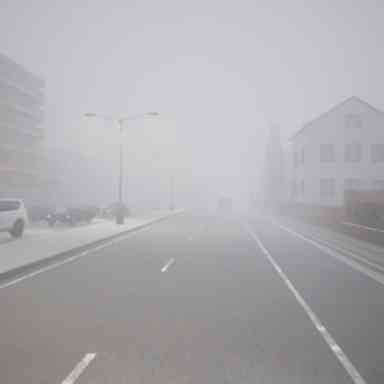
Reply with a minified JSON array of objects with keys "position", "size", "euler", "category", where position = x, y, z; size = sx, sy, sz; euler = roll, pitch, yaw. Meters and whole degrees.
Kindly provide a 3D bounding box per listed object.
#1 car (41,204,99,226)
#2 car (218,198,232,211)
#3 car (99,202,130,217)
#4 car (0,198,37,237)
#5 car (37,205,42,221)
[{"position":[-9.188,1.815,25.530],"size":[1.895,1.301,4.718],"euler":[1,-1,6],"category":"car"},{"position":[5.458,1.984,55.107],"size":[2.150,2.045,5.566],"euler":[1,-1,6],"category":"car"},{"position":[-8.105,1.849,35.843],"size":[2.128,1.511,4.902],"euler":[1,-1,6],"category":"car"},{"position":[-10.162,1.302,15.878],"size":[2.150,2.045,5.566],"euler":[1,-1,6],"category":"car"},{"position":[-12.638,1.728,26.166],"size":[2.033,1.411,5.357],"euler":[1,-1,6],"category":"car"}]
